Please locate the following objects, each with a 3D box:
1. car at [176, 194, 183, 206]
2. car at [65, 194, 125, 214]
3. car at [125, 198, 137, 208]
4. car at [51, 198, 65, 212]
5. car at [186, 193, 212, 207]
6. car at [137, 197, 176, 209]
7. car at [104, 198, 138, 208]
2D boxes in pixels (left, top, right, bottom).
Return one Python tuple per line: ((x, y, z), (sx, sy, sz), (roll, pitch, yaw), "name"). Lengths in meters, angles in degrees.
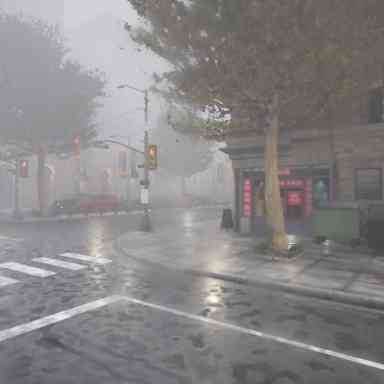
((-0.907, 1.221, 55.341), (2.150, 2.045, 5.566), (0, 0, 36), "car")
((-10.420, 1.221, 36.218), (2.150, 2.045, 5.566), (0, 0, 36), "car")
((-7.158, 1.491, 46.705), (2.128, 1.511, 4.902), (0, 0, 36), "car")
((-13.258, 1.221, 38.265), (2.150, 2.045, 5.566), (0, 0, 36), "car")
((1.276, 1.352, 52.384), (2.097, 1.767, 4.553), (0, 0, 36), "car")
((-4.671, 1.526, 44.172), (1.812, 1.442, 4.674), (0, 0, 36), "car")
((-10.178, 1.595, 47.908), (1.895, 1.301, 4.718), (0, 0, 36), "car")
